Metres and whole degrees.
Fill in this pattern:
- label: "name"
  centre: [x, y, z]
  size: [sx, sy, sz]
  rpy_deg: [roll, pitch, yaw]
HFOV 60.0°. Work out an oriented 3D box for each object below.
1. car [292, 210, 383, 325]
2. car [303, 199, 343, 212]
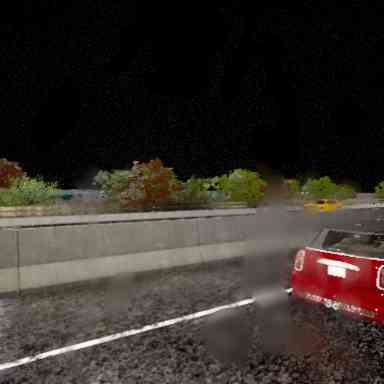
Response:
- label: "car"
  centre: [4.170, 1.352, 6.816]
  size: [4.553, 1.767, 2.097]
  rpy_deg: [0, 0, -35]
- label: "car"
  centre: [13.691, 1.526, 34.744]
  size: [5.008, 1.535, 1.882]
  rpy_deg: [0, 0, -34]
